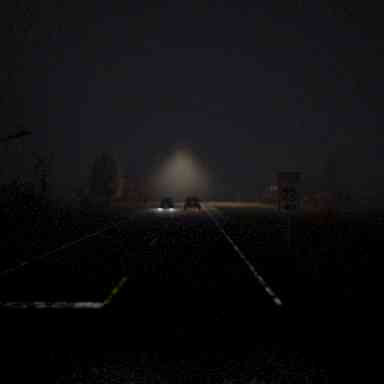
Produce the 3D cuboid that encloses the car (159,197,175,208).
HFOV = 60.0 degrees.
[{"bbox_3d":[-3.447,1.507,46.820,1.837,1.490,4.892,0,0,0],"label":"car"}]

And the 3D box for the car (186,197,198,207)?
[{"bbox_3d":[0.060,1.513,52.650,1.837,1.490,4.892,0,0,0],"label":"car"}]

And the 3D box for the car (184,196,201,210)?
[{"bbox_3d":[0.049,1.352,42.615,2.097,1.767,4.553,0,0,0],"label":"car"}]
